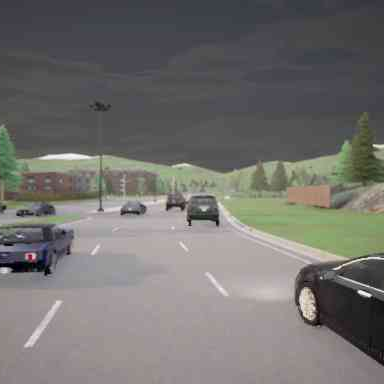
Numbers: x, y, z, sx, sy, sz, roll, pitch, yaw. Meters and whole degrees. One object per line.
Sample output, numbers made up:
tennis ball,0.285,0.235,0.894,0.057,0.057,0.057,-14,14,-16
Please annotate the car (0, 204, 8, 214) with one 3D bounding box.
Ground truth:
car,-21.104,1.658,33.951,1.895,1.301,4.718,0,0,4

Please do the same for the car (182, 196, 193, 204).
car,-0.764,1.594,64.955,1.812,1.442,4.674,0,0,3

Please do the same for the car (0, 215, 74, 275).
car,-4.920,1.617,10.236,1.895,1.301,4.718,0,0,-10

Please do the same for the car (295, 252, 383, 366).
car,3.051,1.505,4.285,1.837,1.490,4.892,0,0,-8

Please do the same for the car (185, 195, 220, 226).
car,0.769,1.245,23.947,2.150,2.045,5.566,0,0,0

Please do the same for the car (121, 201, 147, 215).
car,-5.857,1.604,33.832,1.994,1.385,4.181,0,0,3

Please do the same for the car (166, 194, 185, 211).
car,-1.962,1.263,41.895,2.150,2.045,5.566,0,-1,3

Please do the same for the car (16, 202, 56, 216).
car,-14.338,1.612,30.809,1.994,1.385,4.181,0,0,5
